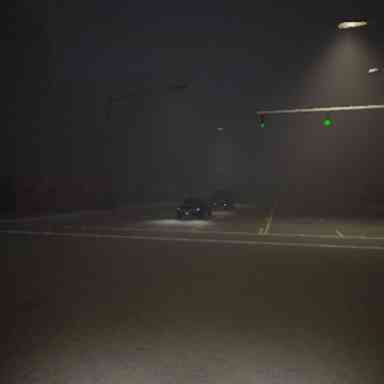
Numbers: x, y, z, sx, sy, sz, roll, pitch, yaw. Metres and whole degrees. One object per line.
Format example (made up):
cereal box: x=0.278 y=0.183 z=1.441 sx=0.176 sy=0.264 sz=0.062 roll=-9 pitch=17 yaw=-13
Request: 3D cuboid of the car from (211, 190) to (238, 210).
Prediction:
car: x=3.021 y=0.765 z=34.903 sx=2.150 sy=2.045 sz=5.566 roll=0 pitch=1 yaw=16

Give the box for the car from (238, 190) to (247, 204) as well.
car: x=6.793 y=0.701 z=48.773 sx=2.150 sy=2.045 sz=5.566 roll=0 pitch=0 yaw=16

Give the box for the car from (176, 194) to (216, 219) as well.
car: x=0.275 y=1.150 z=24.813 sx=1.812 sy=1.442 sz=4.674 roll=0 pitch=1 yaw=15
